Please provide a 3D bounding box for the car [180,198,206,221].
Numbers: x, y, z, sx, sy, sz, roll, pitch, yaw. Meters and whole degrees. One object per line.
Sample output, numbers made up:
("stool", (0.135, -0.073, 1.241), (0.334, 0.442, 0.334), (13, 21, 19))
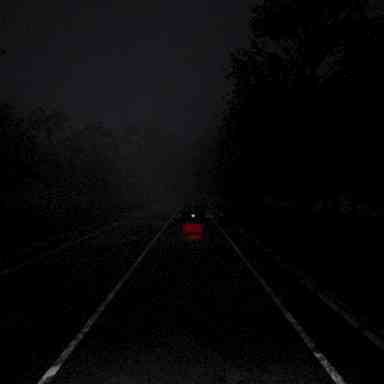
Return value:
("car", (0.095, 1.495, 27.093), (1.837, 1.490, 4.892), (0, 1, 0))
